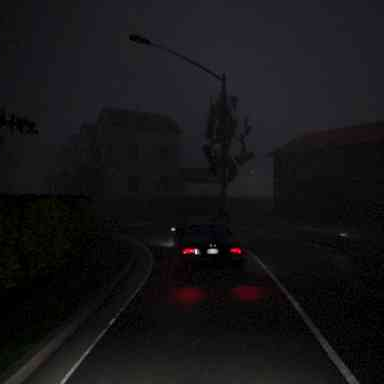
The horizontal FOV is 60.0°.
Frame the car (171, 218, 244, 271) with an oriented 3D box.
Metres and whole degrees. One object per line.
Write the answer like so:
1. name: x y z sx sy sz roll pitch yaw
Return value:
1. car: 0.333 1.560 10.967 2.033 1.411 5.357 0 0 -4
